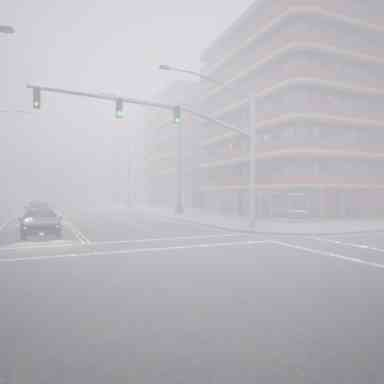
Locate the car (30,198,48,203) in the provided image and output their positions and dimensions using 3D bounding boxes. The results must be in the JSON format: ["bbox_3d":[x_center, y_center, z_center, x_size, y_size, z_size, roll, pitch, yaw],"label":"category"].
[{"bbox_3d":[-12.278,1.505,26.714,1.837,1.490,4.892,0,0,-25],"label":"car"}]

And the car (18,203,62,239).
[{"bbox_3d":[-8.093,1.547,17.769,2.033,1.411,5.357,0,0,-25],"label":"car"}]

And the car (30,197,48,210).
[{"bbox_3d":[-20.819,1.491,45.251,2.128,1.511,4.902,0,0,-24],"label":"car"}]
